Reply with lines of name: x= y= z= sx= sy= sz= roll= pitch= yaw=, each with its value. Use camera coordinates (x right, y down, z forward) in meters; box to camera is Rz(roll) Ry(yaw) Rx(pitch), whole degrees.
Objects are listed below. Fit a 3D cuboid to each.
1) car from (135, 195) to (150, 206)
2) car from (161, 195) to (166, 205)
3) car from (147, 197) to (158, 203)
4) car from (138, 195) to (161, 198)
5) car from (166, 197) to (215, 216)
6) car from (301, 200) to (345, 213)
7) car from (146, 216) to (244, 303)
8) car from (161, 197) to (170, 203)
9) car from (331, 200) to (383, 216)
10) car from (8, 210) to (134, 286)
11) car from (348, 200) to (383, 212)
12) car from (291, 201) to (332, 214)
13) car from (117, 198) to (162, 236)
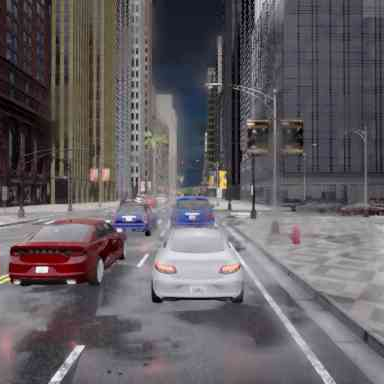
car: x=-9.706 y=1.558 z=65.833 sx=2.150 sy=2.045 sz=5.566 roll=0 pitch=0 yaw=1
car: x=-6.428 y=1.585 z=69.133 sx=2.150 sy=2.045 sz=5.566 roll=0 pitch=0 yaw=0
car: x=-9.665 y=2.000 z=81.484 sx=2.033 sy=1.411 sz=5.357 roll=0 pitch=0 yaw=0
car: x=-6.533 y=1.450 z=50.808 sx=2.150 sy=2.045 sz=5.566 roll=0 pitch=0 yaw=0
car: x=0.044 y=1.257 z=17.791 sx=2.150 sy=2.045 sz=5.566 roll=0 pitch=0 yaw=1
car: x=15.224 y=1.661 z=38.700 sx=4.313 sy=1.339 sz=1.947 roll=0 pitch=0 yaw=-1
car: x=0.107 y=1.534 z=8.089 sx=1.812 sy=1.442 sz=4.674 roll=0 pitch=0 yaw=0
car: x=-6.414 y=1.964 z=82.247 sx=1.837 sy=1.490 sz=4.892 roll=0 pitch=0 yaw=0
car: x=15.345 y=1.576 z=30.176 sx=4.206 sy=1.307 sz=1.802 roll=0 pitch=0 yaw=-1
car: x=-3.142 y=1.489 z=9.461 sx=1.882 sy=1.535 sz=5.008 roll=0 pitch=0 yaw=0
car: x=20.864 y=1.642 z=38.781 sx=4.313 sy=1.339 sz=1.947 roll=0 pitch=0 yaw=-1
car: x=12.930 y=1.634 z=35.913 sx=4.181 sy=1.385 sz=1.994 roll=0 pitch=-1 yaw=-1
car: x=-3.131 y=1.391 z=18.688 sx=2.097 sy=1.767 sz=4.553 roll=0 pitch=0 yaw=0
